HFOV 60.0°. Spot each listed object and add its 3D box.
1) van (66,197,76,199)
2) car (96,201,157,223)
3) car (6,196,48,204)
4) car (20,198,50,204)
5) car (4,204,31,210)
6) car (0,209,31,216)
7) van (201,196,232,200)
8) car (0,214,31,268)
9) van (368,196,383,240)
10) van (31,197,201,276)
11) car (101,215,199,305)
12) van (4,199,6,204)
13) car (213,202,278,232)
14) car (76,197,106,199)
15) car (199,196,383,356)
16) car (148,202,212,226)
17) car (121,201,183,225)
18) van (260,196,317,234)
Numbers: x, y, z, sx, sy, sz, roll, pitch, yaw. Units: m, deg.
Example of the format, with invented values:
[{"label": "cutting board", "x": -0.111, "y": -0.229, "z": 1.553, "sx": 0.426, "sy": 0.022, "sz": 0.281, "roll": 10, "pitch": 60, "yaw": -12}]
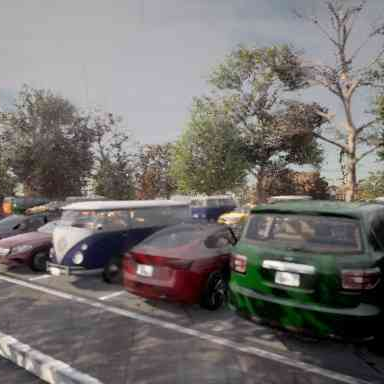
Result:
[{"label": "van", "x": -9.729, "y": 1.436, "z": 31.444, "sx": 1.878, "sy": 1.987, "sz": 4.442, "roll": -1, "pitch": 0, "yaw": 36}, {"label": "car", "x": -5.394, "y": 1.607, "z": 28.192, "sx": 2.097, "sy": 1.535, "sz": 5.008, "roll": -1, "pitch": 0, "yaw": 36}, {"label": "car", "x": -16.535, "y": 1.502, "z": 36.207, "sx": 2.435, "sy": 2.045, "sz": 5.566, "roll": -1, "pitch": -1, "yaw": 36}, {"label": "car", "x": -14.406, "y": 1.716, "z": 34.420, "sx": 1.946, "sy": 1.575, "sz": 5.366, "roll": -1, "pitch": 0, "yaw": 36}, {"label": "car", "x": -10.798, "y": 1.580, "z": 15.988, "sx": 2.097, "sy": 1.535, "sz": 5.008, "roll": -1, "pitch": 0, "yaw": 36}, {"label": "car", "x": -6.305, "y": 1.554, "z": 12.728, "sx": 2.163, "sy": 1.488, "sz": 4.792, "roll": -1, "pitch": 0, "yaw": 36}, {"label": "van", "x": 1.534, "y": 1.296, "z": 23.382, "sx": 1.878, "sy": 1.987, "sz": 4.442, "roll": -1, "pitch": 0, "yaw": 36}, {"label": "car", "x": -4.028, "y": 1.536, "z": 11.138, "sx": 2.002, "sy": 1.452, "sz": 4.674, "roll": -1, "pitch": 0, "yaw": 36}, {"label": "van", "x": 10.287, "y": 1.202, "z": 16.830, "sx": 1.878, "sy": 1.987, "sz": 4.442, "roll": 0, "pitch": 0, "yaw": 36}, {"label": "van", "x": -1.842, "y": 1.243, "z": 9.427, "sx": 1.878, "sy": 1.987, "sz": 4.442, "roll": -1, "pitch": 0, "yaw": 36}, {"label": "car", "x": 0.507, "y": 1.470, "z": 7.925, "sx": 2.163, "sy": 1.488, "sz": 4.792, "roll": 0, "pitch": 0, "yaw": 36}, {"label": "van", "x": -18.834, "y": 1.573, "z": 37.962, "sx": 1.878, "sy": 1.987, "sz": 4.442, "roll": -1, "pitch": -1, "yaw": 36}, {"label": "car", "x": 3.614, "y": 1.491, "z": 21.523, "sx": 1.946, "sy": 1.575, "sz": 5.366, "roll": -1, "pitch": 0, "yaw": 36}, {"label": "car", "x": -7.562, "y": 1.508, "z": 29.711, "sx": 2.185, "sy": 1.767, "sz": 4.553, "roll": -1, "pitch": 0, "yaw": 36}, {"label": "car", "x": 2.744, "y": 1.176, "z": 6.322, "sx": 2.435, "sy": 2.045, "sz": 5.566, "roll": 0, "pitch": 0, "yaw": 36}, {"label": "car", "x": -0.788, "y": 1.551, "z": 24.893, "sx": 2.231, "sy": 1.521, "sz": 4.892, "roll": -1, "pitch": 0, "yaw": 36}, {"label": "car", "x": -3.040, "y": 1.578, "z": 26.506, "sx": 2.097, "sy": 1.535, "sz": 5.008, "roll": -1, "pitch": 0, "yaw": 36}, {"label": "van", "x": 5.903, "y": 1.241, "z": 19.968, "sx": 1.878, "sy": 1.987, "sz": 4.442, "roll": -1, "pitch": 0, "yaw": 36}]
